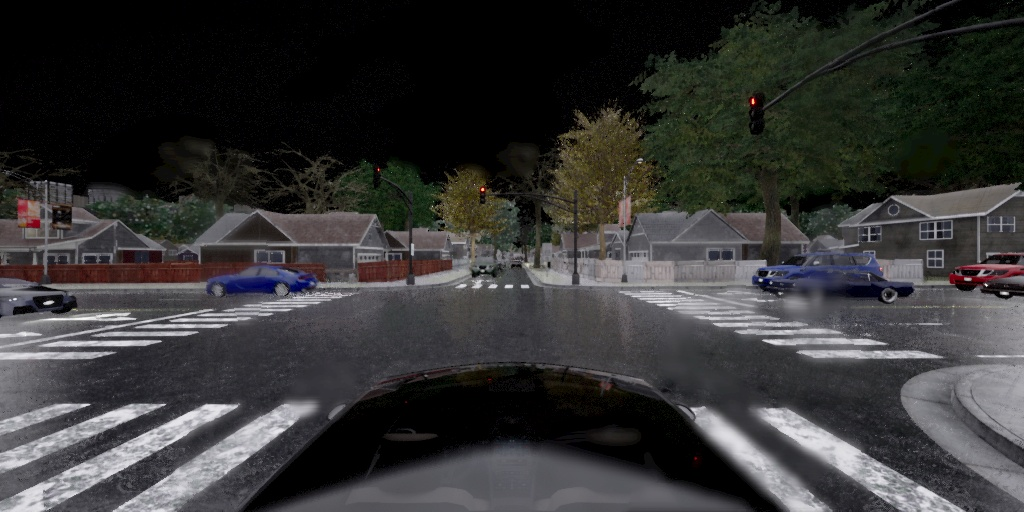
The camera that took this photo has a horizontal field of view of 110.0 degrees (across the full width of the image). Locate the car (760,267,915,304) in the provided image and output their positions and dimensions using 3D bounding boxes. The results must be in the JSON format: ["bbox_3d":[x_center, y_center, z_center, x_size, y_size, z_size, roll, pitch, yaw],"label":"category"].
[{"bbox_3d":[13.555,1.260,15.060,4.718,1.301,1.895,0,0,1],"label":"car"}]

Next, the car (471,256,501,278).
[{"bbox_3d":[-2.534,0.989,34.212,2.150,2.045,5.566,0,0,1],"label":"car"}]

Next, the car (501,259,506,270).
[{"bbox_3d":[-2.290,1.327,49.566,2.033,1.411,5.357,0,0,1],"label":"car"}]

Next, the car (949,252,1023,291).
[{"bbox_3d":[25.851,0.811,18.107,5.566,2.045,2.150,0,0,1],"label":"car"}]

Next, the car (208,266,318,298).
[{"bbox_3d":[-12.829,1.290,18.583,5.008,1.535,1.882,0,1,-1],"label":"car"}]

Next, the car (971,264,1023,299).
[{"bbox_3d":[23.205,1.153,14.903,5.357,1.411,2.033,0,0,1],"label":"car"}]

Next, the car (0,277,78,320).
[{"bbox_3d":[-17.591,1.410,12.124,4.181,1.385,1.994,0,0,1],"label":"car"}]

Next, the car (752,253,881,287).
[{"bbox_3d":[15.485,0.868,18.291,5.566,2.045,2.150,0,0,1],"label":"car"}]

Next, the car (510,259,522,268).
[{"bbox_3d":[0.741,1.299,61.404,1.837,1.490,4.892,0,0,1],"label":"car"}]
